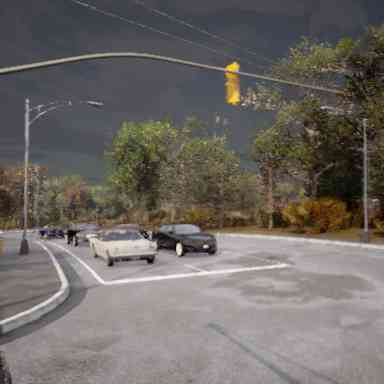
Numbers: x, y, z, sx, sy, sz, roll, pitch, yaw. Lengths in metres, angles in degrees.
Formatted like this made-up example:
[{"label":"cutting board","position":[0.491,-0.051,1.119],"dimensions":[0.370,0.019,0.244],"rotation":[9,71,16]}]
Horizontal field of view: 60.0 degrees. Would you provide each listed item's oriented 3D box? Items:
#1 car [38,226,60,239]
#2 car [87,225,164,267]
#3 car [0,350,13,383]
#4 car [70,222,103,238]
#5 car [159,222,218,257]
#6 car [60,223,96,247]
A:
[{"label":"car","position":[-14.519,4.177,34.492],"dimensions":[1.895,1.301,4.718],"rotation":[2,-6,-35]},{"label":"car","position":[-3.069,2.303,14.466],"dimensions":[1.895,1.301,4.718],"rotation":[1,-4,-26]},{"label":"car","position":[-3.583,1.609,1.242],"dimensions":[5.357,1.411,2.033],"rotation":[0,-2,-25]},{"label":"car","position":[-11.654,4.146,36.476],"dimensions":[2.128,1.511,4.902],"rotation":[2,-6,-34]},{"label":"car","position":[-0.488,2.318,17.115],"dimensions":[1.882,1.535,5.008],"rotation":[1,-4,-27]},{"label":"car","position":[-7.371,2.850,22.741],"dimensions":[2.128,1.511,4.902],"rotation":[1,-5,-29]}]
